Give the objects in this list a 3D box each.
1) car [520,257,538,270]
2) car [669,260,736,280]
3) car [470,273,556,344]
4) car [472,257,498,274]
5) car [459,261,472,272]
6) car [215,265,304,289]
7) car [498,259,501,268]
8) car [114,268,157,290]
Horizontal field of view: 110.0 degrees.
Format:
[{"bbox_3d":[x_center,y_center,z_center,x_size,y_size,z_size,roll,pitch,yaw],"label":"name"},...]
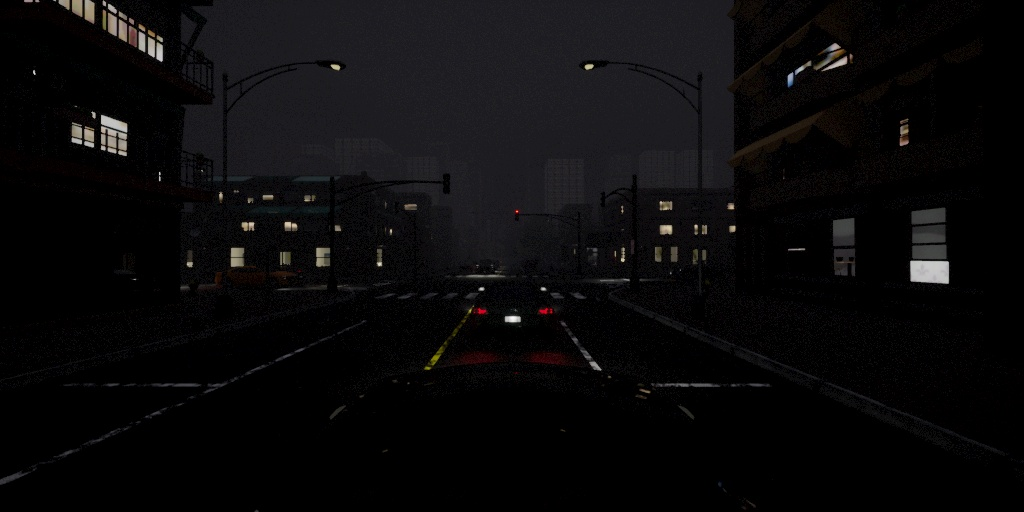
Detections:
[{"bbox_3d":[2.735,1.092,52.039,2.192,1.841,5.009,0,0,0],"label":"car"},{"bbox_3d":[14.961,1.061,28.246,4.902,1.511,2.128,-1,0,0],"label":"car"},{"bbox_3d":[0.016,1.315,9.647,1.994,1.385,4.181,0,0,0],"label":"car"},{"bbox_3d":[-3.001,1.117,40.711,2.097,1.767,4.553,0,0,-2],"label":"car"},{"bbox_3d":[-5.738,1.316,46.525,1.888,1.381,4.507,0,0,0],"label":"car"},{"bbox_3d":[-17.776,1.420,25.055,5.008,1.535,1.882,-1,0,0],"label":"car"},{"bbox_3d":[-3.049,1.323,50.990,2.033,1.411,5.357,0,0,0],"label":"car"},{"bbox_3d":[-27.688,1.586,25.059,4.674,1.442,1.812,-1,0,0],"label":"car"}]
